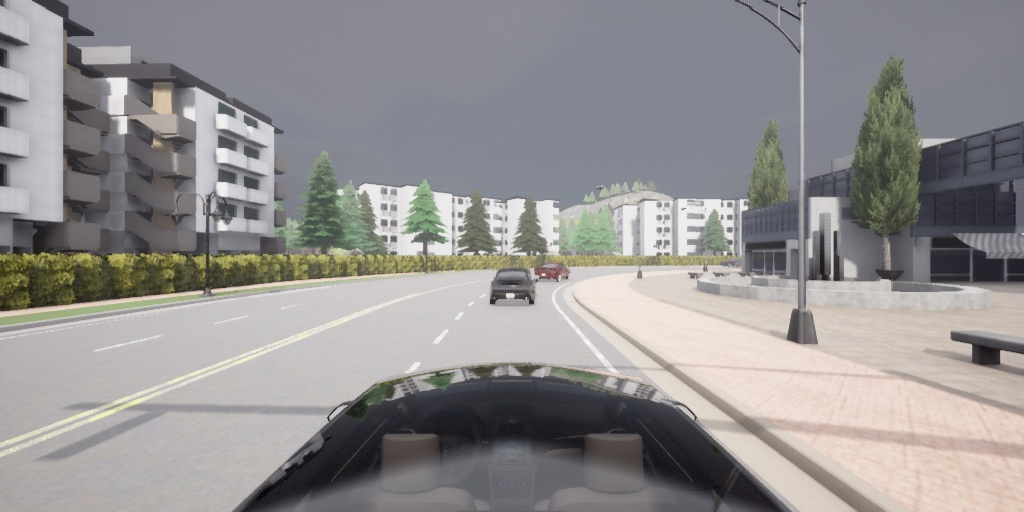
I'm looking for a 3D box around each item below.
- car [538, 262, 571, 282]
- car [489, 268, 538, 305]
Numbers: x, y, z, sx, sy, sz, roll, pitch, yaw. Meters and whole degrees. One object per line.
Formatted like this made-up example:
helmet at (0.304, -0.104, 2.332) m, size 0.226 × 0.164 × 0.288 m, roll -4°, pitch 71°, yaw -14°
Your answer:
car at (3.345, 1.232, 28.848) m, size 1.882 × 1.535 × 5.008 m, roll 0°, pitch 0°, yaw 24°
car at (0.121, 1.264, 16.084) m, size 1.837 × 1.490 × 4.892 m, roll 0°, pitch 0°, yaw 5°
